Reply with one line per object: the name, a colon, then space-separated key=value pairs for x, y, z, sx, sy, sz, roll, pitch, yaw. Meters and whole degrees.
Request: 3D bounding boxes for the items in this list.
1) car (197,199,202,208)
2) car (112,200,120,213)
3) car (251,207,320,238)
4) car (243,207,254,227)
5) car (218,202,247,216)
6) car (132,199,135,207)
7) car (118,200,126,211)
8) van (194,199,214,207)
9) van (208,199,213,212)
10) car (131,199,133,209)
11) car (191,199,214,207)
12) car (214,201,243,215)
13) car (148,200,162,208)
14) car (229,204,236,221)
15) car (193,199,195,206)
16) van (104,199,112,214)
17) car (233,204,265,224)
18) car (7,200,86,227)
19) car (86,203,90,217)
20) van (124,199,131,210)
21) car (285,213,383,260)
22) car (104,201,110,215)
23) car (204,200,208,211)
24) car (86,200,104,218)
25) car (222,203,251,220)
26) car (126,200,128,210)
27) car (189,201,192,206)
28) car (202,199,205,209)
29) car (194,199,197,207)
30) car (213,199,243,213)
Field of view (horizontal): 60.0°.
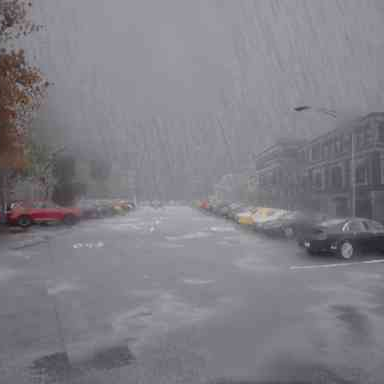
car: x=4.322 y=2.266 z=60.315 sx=5.566 sy=2.045 sz=2.435 roll=1 pitch=-1 yaw=-23
car: x=-12.785 y=2.257 z=44.822 sx=4.892 sy=1.521 sz=2.231 roll=0 pitch=-1 yaw=-23
car: x=6.285 y=1.846 z=19.277 sx=4.892 sy=1.521 sz=2.231 roll=1 pitch=-1 yaw=-23
car: x=6.138 y=1.930 z=22.206 sx=4.674 sy=1.452 sz=2.002 roll=1 pitch=-1 yaw=-23
car: x=5.542 y=2.100 z=33.914 sx=4.792 sy=1.488 sz=2.163 roll=1 pitch=-1 yaw=-23
car: x=-13.650 y=2.613 z=62.466 sx=4.674 sy=1.452 sz=2.002 roll=0 pitch=-1 yaw=-23
car: x=-12.764 y=2.302 z=47.836 sx=5.366 sy=1.575 sz=1.946 roll=0 pitch=-1 yaw=-23
van: x=3.051 y=2.760 z=83.683 sx=4.442 sy=1.987 sz=1.878 roll=1 pitch=-1 yaw=-23
van: x=4.900 y=2.028 z=45.603 sx=4.442 sy=1.987 sz=1.878 roll=1 pitch=-1 yaw=-23
car: x=-13.505 y=2.558 z=59.525 sx=4.674 sy=1.452 sz=2.002 roll=0 pitch=-1 yaw=-23
car: x=2.833 y=2.859 z=89.585 sx=5.566 sy=2.045 sz=2.435 roll=1 pitch=-2 yaw=-23
car: x=5.434 y=2.117 z=36.859 sx=4.892 sy=1.521 sz=2.231 roll=1 pitch=-1 yaw=-23
car: x=-7.716 y=2.588 z=72.329 sx=2.097 sy=1.767 sz=4.553 roll=0 pitch=-1 yaw=-3
car: x=5.855 y=2.021 z=28.067 sx=4.674 sy=1.452 sz=2.002 roll=1 pitch=-1 yaw=-23
car: x=3.616 y=2.868 z=77.940 sx=5.366 sy=1.575 sz=1.946 roll=1 pitch=-2 yaw=-23
van: x=-12.756 y=1.983 z=41.834 sx=4.442 sy=1.987 sz=1.878 roll=0 pitch=-1 yaw=-23
car: x=6.162 y=1.936 z=25.214 sx=5.366 sy=1.575 sz=1.946 roll=1 pitch=-1 yaw=-23
car: x=-11.918 y=1.727 z=27.197 sx=5.566 sy=2.045 sz=2.435 roll=0 pitch=-1 yaw=-23
car: x=-12.107 y=2.054 z=30.104 sx=4.792 sy=1.488 sz=2.163 roll=0 pitch=-1 yaw=-23
van: x=-13.259 y=2.236 z=56.637 sx=4.442 sy=1.987 sz=1.878 roll=0 pitch=-1 yaw=-23
car: x=6.558 y=1.756 z=13.421 sx=4.892 sy=1.521 sz=2.231 roll=1 pitch=-1 yaw=-23
car: x=-12.535 y=2.191 z=38.928 sx=4.792 sy=1.488 sz=2.163 roll=0 pitch=-1 yaw=-23
car: x=4.854 y=2.306 z=48.578 sx=5.008 sy=1.535 sz=2.097 roll=1 pitch=-1 yaw=-23
car: x=-12.340 y=1.989 z=36.014 sx=4.553 sy=1.767 sz=2.185 roll=-1 pitch=-1 yaw=-23
car: x=5.721 y=2.027 z=30.994 sx=4.892 sy=1.521 sz=2.231 roll=1 pitch=-1 yaw=-23
car: x=-13.214 y=2.448 z=53.639 sx=4.674 sy=1.452 sz=2.002 roll=0 pitch=-1 yaw=-23
car: x=2.836 y=3.041 z=86.586 sx=5.366 sy=1.575 sz=1.946 roll=1 pitch=-1 yaw=-23
car: x=4.550 y=2.282 z=54.430 sx=4.553 sy=1.767 sz=2.185 roll=1 pitch=-1 yaw=-23
car: x=3.898 y=2.748 z=72.087 sx=5.366 sy=1.575 sz=1.946 roll=1 pitch=-2 yaw=-23
car: x=5.318 y=2.037 z=39.799 sx=4.553 sy=1.767 sz=2.185 roll=1 pitch=-1 yaw=-23
